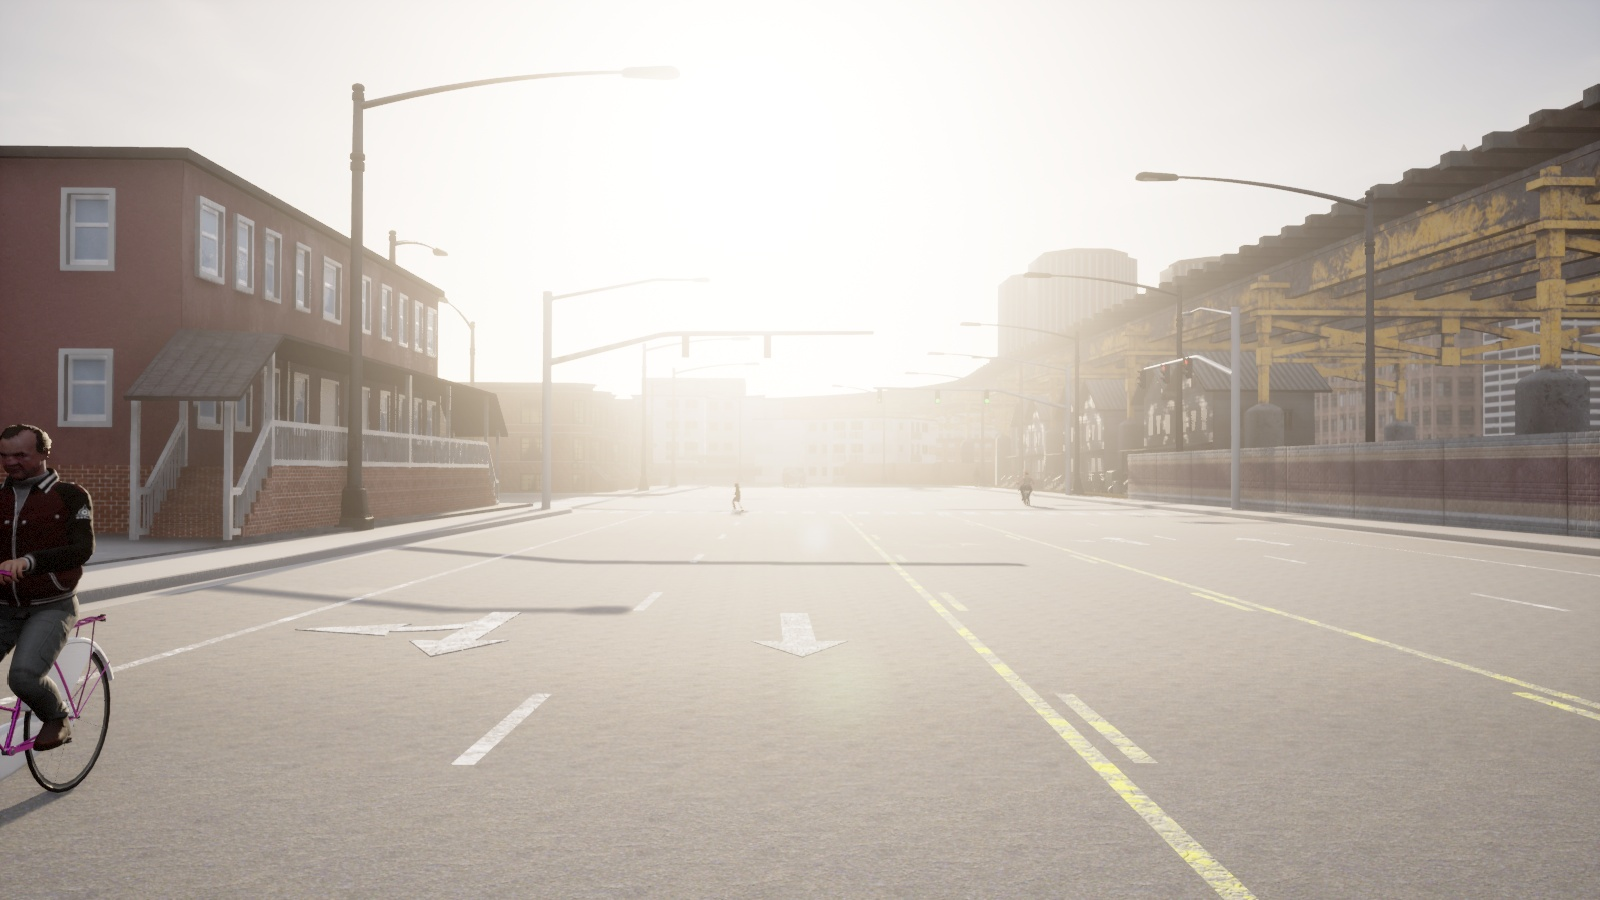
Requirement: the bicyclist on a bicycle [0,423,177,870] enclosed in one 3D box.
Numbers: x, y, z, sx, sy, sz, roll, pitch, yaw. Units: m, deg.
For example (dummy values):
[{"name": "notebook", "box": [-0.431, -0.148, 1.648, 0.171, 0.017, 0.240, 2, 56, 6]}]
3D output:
[{"name": "bicyclist on a bicycle", "box": [-3.513, 0.791, 5.486, 0.659, 1.776, 1.843, 0, -1, 0]}]
